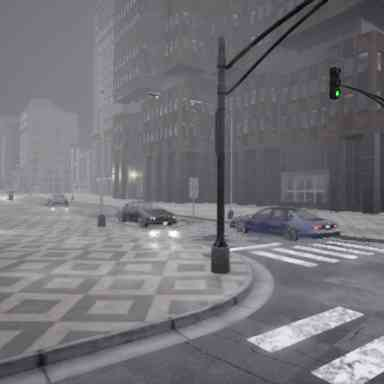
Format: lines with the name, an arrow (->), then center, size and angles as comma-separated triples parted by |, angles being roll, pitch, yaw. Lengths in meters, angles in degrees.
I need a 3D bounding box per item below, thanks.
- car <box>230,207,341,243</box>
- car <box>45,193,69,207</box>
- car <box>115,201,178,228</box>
car -> 4.140, 1.435, 15.687 | 2.033, 1.411, 5.357 | 1, 0, -35
car -> -15.764, 0.935, 38.809 | 1.837, 1.490, 4.892 | 1, 0, -35
car -> -2.972, 1.297, 20.460 | 2.033, 1.411, 5.357 | 1, 0, -35
